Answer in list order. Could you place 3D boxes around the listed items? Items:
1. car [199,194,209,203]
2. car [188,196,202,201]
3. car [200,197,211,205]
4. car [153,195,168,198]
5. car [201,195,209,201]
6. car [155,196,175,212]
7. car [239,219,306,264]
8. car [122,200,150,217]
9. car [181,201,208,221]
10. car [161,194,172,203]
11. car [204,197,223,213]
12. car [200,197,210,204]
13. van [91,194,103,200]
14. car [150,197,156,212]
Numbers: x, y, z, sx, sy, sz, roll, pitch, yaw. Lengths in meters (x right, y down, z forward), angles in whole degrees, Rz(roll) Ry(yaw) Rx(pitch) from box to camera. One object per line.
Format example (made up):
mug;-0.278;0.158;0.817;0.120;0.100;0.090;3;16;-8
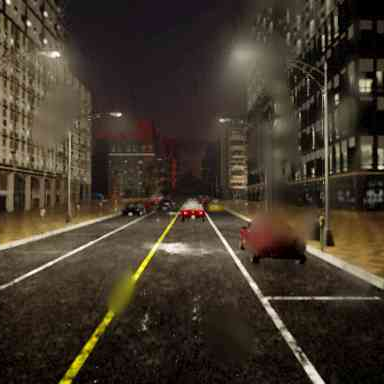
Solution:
car;2.767;1.518;76.527;2.192;1.841;5.009;1;0;0
car;0.103;1.641;44.389;1.812;1.442;4.674;0;0;0
car;2.691;1.739;65.652;1.947;1.339;4.313;1;0;0
car;-5.682;1.458;54.740;2.192;1.841;5.009;1;0;0
car;2.694;1.688;54.772;1.887;1.381;4.507;1;0;0
car;-3.101;1.607;39.578;1.837;1.490;4.892;0;0;0
car;2.701;1.612;11.681;1.802;1.307;4.206;1;0;0
car;-5.683;1.651;32.957;1.947;1.339;4.313;1;0;0
car;0.095;1.673;28.055;1.895;1.301;4.718;0;0;0
car;-5.760;1.518;76.520;2.192;1.841;5.009;1;0;0
car;2.697;1.626;38.623;1.752;1.417;4.829;1;0;0
car;2.690;1.754;71.091;1.947;1.339;4.313;1;0;0
van;-26.261;1.431;90.799;3.998;1.788;1.690;0;-1;0
car;-5.684;1.644;38.403;1.887;1.381;4.507;1;0;0
